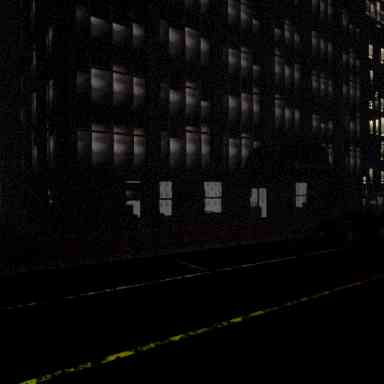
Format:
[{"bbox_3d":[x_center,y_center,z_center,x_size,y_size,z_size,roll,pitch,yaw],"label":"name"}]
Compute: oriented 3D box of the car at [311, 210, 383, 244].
[{"bbox_3d":[7.474,1.542,15.764,4.507,1.381,1.887,0,-1,-35],"label":"car"}]
